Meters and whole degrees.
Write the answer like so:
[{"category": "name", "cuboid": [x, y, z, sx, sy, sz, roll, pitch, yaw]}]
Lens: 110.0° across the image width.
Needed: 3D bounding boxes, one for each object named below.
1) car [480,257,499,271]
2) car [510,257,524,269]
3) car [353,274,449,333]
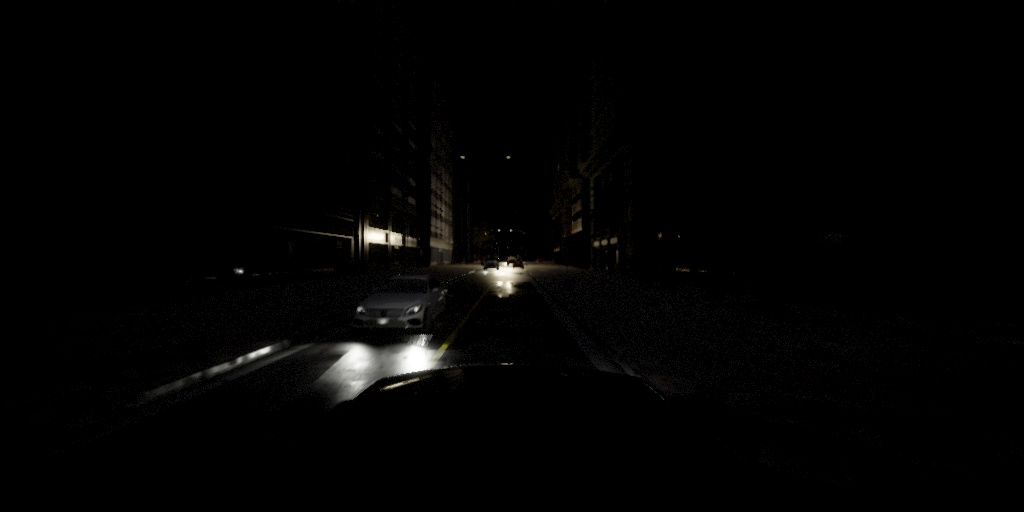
[{"category": "car", "cuboid": [-3.057, 1.119, 53.675, 2.150, 2.045, 5.566, 0, 0, 0]}, {"category": "car", "cuboid": [1.047, 1.374, 59.934, 1.801, 1.575, 5.366, 0, 0, 0]}, {"category": "car", "cuboid": [-3.100, 1.302, 10.952, 1.812, 1.442, 4.674, 0, 0, 0]}]
